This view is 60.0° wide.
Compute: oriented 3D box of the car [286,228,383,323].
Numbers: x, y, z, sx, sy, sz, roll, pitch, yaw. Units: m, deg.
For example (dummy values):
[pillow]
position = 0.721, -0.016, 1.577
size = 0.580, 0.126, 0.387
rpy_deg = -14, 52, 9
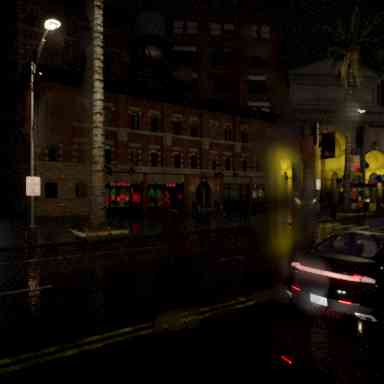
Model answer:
[car]
position = 3.982, 1.489, 6.652
size = 4.902, 1.511, 2.128
rpy_deg = 0, 0, -35
